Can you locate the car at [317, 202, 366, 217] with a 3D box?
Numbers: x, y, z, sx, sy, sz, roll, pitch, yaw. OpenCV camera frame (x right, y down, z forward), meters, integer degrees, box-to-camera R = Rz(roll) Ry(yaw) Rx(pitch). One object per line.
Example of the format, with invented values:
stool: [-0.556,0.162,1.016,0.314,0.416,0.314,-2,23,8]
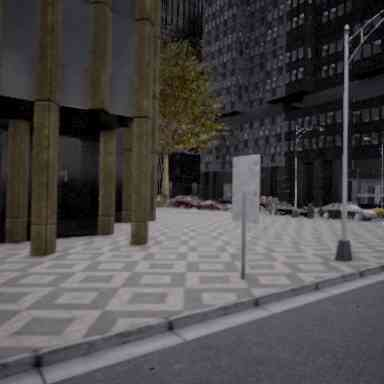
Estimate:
car: [15.976,1.797,35.685,2.008,1.369,4.403,2,-1,-35]

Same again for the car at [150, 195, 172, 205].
car: [-6.268,1.620,67.218,2.192,1.841,5.009,2,-1,-35]

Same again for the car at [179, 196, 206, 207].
car: [0.089,1.602,58.209,2.192,1.841,5.009,2,-1,-35]

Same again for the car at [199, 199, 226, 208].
car: [3.263,1.844,53.701,1.947,1.339,4.313,2,-1,-35]

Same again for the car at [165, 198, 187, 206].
car: [-3.093,1.841,62.710,1.887,1.381,4.507,2,-1,-35]

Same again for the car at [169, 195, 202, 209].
car: [-0.514,1.378,44.282,2.192,1.841,5.009,2,-1,-35]

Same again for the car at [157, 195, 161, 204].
car: [-3.695,1.512,48.784,1.967,1.590,4.097,2,-1,-35]

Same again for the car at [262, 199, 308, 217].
car: [9.017,1.606,30.765,1.947,1.339,4.313,2,-1,-35]

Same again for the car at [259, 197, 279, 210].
car: [9.623,1.577,44.697,2.192,1.841,5.009,2,-1,-35]

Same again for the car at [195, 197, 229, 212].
car: [2.659,1.637,39.773,1.802,1.307,4.206,2,-1,-35]

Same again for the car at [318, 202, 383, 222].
car: [12.195,1.583,26.260,2.008,1.369,4.403,2,-1,-35]
